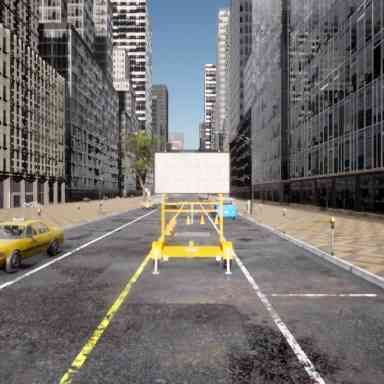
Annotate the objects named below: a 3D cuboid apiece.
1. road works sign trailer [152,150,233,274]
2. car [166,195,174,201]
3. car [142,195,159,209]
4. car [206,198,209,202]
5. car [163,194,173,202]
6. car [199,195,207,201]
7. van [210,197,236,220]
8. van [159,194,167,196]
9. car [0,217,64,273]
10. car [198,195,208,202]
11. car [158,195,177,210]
[{"bbox_3d":[0.006,0.465,10.558,2.380,3.560,2.880,0,0,0],"label":"road works sign trailer"},{"bbox_3d":[-5.636,1.541,84.339,1.752,1.417,4.829,0,0,0],"label":"car"},{"bbox_3d":[-5.663,1.531,44.663,1.752,1.417,4.829,0,0,0],"label":"car"},{"bbox_3d":[2.710,1.529,33.660,1.752,1.417,4.829,0,0,0],"label":"car"},{"bbox_3d":[-5.640,1.329,78.841,2.192,1.841,5.009,0,0,0],"label":"car"},{"bbox_3d":[2.745,1.561,84.502,1.887,1.381,4.507,0,0,0],"label":"car"},{"bbox_3d":[2.706,1.344,27.822,1.690,1.788,3.998,0,0,0],"label":"van"},{"bbox_3d":[-5.655,1.350,56.169,1.690,1.788,3.998,0,0,0],"label":"van"},{"bbox_3d":[-5.686,1.526,10.656,1.752,1.417,4.829,0,0,0],"label":"car"},{"bbox_3d":[2.737,1.564,73.166,2.008,1.369,4.403,0,0,0],"label":"car"},{"bbox_3d":[-2.971,1.553,44.451,2.033,1.411,5.357,0,0,0],"label":"car"}]
